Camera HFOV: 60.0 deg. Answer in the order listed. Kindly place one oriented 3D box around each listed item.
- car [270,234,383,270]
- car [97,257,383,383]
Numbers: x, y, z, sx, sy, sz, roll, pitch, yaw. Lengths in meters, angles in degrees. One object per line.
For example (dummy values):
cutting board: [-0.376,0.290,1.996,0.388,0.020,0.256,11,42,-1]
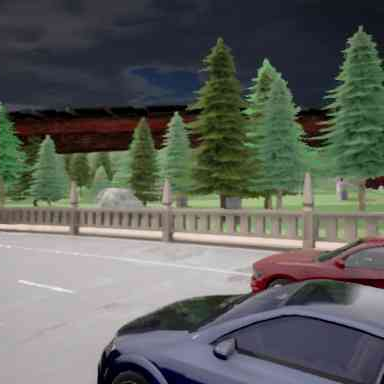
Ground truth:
car: [3.450,1.458,5.652,5.008,1.535,1.882,-1,-1,35]
car: [1.081,1.562,3.004,4.181,1.385,1.994,-1,0,35]
